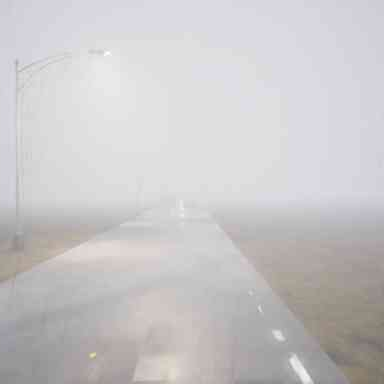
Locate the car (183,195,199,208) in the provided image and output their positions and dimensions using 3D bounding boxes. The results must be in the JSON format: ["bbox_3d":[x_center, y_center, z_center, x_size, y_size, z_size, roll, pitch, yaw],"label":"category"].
[{"bbox_3d":[-0.213,1.343,43.712,1.812,1.442,4.674,0,1,0],"label":"car"}]

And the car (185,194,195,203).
[{"bbox_3d":[-0.361,1.229,62.795,1.812,1.442,4.674,0,0,0],"label":"car"}]

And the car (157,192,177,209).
[{"bbox_3d":[-3.143,1.055,42.717,2.150,2.045,5.566,0,0,0],"label":"car"}]
